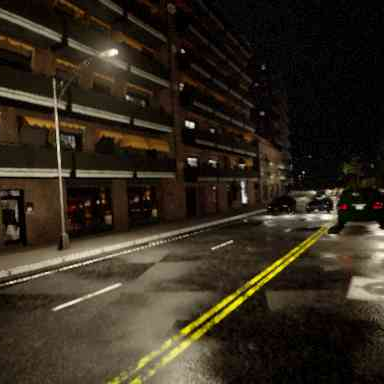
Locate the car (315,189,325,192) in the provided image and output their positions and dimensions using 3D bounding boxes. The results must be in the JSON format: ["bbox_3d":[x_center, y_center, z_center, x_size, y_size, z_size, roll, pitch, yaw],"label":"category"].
[{"bbox_3d":[25.925,0.197,67.235,1.994,1.385,4.181,-3,0,23],"label":"car"}]

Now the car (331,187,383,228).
[{"bbox_3d":[9.211,0.760,18.063,2.150,2.045,5.566,-3,0,29],"label":"car"}]

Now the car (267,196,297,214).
[{"bbox_3d":[8.275,1.114,30.395,1.882,1.535,5.008,-3,-1,28],"label":"car"}]

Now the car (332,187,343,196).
[{"bbox_3d":[28.912,-0.057,65.974,1.882,1.535,5.008,-3,0,23],"label":"car"}]

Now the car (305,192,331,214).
[{"bbox_3d":[11.076,1.017,28.727,2.033,1.411,5.357,-3,0,28],"label":"car"}]

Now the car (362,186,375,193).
[{"bbox_3d":[39.396,-0.496,74.368,2.033,1.411,5.357,-3,0,22],"label":"car"}]

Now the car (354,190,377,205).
[{"bbox_3d":[19.307,0.573,37.142,2.033,1.411,5.357,-3,0,26],"label":"car"}]
